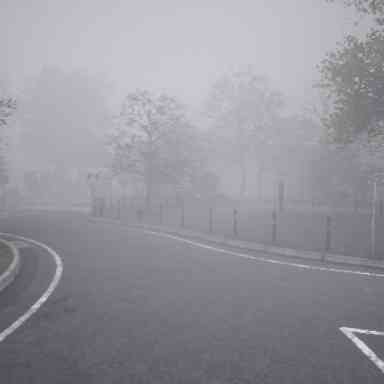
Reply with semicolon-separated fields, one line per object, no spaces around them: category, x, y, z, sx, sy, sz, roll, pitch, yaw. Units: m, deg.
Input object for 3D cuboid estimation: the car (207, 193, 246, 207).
car;3.683;0.854;35.415;4.181;1.385;1.994;1;1;23
